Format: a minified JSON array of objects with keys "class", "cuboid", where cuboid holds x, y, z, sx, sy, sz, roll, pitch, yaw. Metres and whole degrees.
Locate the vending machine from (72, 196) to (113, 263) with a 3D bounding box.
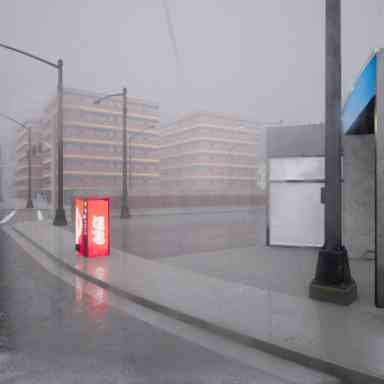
[{"class":"vending machine","cuboid":[-3.361,1.194,11.256,1.100,2.100,0.880,0,0,-36]}]
